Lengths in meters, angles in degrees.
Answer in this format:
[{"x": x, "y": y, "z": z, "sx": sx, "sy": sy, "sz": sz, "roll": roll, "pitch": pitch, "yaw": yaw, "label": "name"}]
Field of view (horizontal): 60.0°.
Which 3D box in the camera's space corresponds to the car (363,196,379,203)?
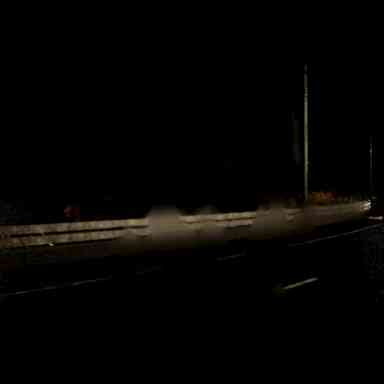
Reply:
[{"x": 38.259, "y": 1.683, "z": 71.109, "sx": 2.128, "sy": 1.511, "sz": 4.902, "roll": 0, "pitch": 0, "yaw": 10, "label": "car"}]
